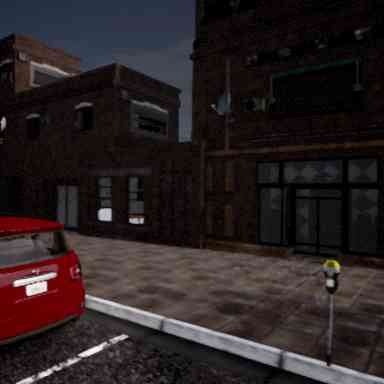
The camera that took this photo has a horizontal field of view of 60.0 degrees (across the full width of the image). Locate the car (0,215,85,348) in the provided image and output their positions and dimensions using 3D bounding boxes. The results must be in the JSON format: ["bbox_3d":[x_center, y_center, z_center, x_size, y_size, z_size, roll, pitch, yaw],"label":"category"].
[{"bbox_3d":[-3.939,1.327,5.664,5.009,1.841,2.192,0,1,36],"label":"car"}]
